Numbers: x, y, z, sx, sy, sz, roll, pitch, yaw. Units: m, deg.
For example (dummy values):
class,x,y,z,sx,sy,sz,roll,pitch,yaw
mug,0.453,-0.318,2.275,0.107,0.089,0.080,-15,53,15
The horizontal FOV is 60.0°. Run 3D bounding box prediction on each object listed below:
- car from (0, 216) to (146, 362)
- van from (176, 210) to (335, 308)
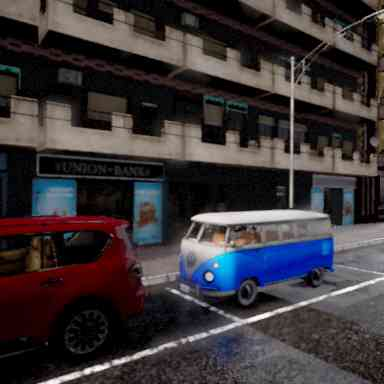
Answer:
class,x,y,z,sx,sy,sz,roll,pitch,yaw
car,-3.026,1.316,4.384,5.009,1.841,2.192,0,1,-35
van,1.582,1.342,7.672,3.998,1.788,1.690,0,1,-35
